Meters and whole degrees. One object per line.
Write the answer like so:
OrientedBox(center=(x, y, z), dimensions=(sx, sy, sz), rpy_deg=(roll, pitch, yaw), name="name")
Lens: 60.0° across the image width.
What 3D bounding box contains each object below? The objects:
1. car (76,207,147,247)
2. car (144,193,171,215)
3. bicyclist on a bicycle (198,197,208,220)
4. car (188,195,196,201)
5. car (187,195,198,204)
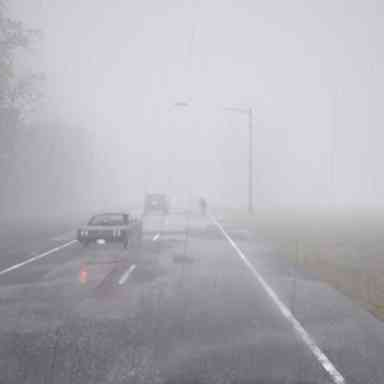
OrientedBox(center=(-3.396, 1.564, 14.669), dimensions=(1.895, 1.301, 4.718), rpy_deg=(0, 0, 0), name="car")
OrientedBox(center=(-3.394, 1.139, 33.024), dimensions=(2.150, 2.045, 5.566), rpy_deg=(0, 0, 0), name="car")
OrientedBox(center=(0.971, 1.387, 26.158), dimensions=(0.582, 1.620, 1.656), rpy_deg=(0, 0, 0), name="bicyclist on a bicycle")
OrientedBox(center=(0.019, 1.410, 75.521), dimensions=(1.895, 1.301, 4.718), rpy_deg=(0, 0, 0), name="car")
OrientedBox(center=(0.062, 1.419, 58.693), dimensions=(1.994, 1.385, 4.181), rpy_deg=(0, 0, 0), name="car")
